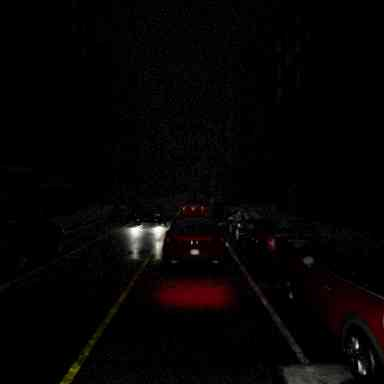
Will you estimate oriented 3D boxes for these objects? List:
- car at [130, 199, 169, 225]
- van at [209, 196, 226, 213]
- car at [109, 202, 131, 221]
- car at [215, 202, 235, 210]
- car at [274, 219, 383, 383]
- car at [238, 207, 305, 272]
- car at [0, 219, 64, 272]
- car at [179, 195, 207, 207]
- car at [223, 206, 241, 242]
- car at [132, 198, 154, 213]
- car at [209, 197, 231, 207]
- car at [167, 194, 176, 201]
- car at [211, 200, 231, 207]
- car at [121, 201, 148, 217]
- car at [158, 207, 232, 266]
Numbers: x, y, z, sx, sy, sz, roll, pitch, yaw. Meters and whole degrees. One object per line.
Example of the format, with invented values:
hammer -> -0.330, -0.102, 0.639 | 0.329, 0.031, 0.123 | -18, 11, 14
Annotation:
car -> -3.085, 1.535, 25.080 | 1.882, 1.535, 5.008 | 0, 0, 0
van -> 2.880, 1.429, 38.511 | 1.690, 1.788, 3.998 | 0, 0, 0
car -> -5.652, 1.645, 27.460 | 1.802, 1.307, 4.206 | 0, 0, 0
car -> 2.871, 1.601, 21.939 | 2.008, 1.369, 4.403 | 0, 0, 0
car -> 2.861, 1.453, 5.369 | 1.967, 1.590, 4.097 | 0, 0, 0
car -> 2.864, 1.465, 10.892 | 1.967, 1.590, 4.097 | 0, 0, 0
car -> -5.661, 1.591, 10.884 | 1.947, 1.339, 4.313 | 0, 0, 0
car -> 0.107, 1.419, 29.814 | 2.097, 1.767, 4.553 | 0, 0, 0
car -> 2.868, 1.588, 16.416 | 2.008, 1.369, 4.403 | 0, 0, 0
car -> -5.646, 1.528, 38.510 | 1.967, 1.590, 4.097 | 0, 0, 0
car -> 2.877, 1.390, 32.987 | 2.192, 1.841, 5.009 | 0, 0, 0
car -> -6.145, 1.691, 93.534 | 1.967, 1.590, 4.097 | 0, 0, -1
car -> 2.874, 1.628, 27.463 | 1.947, 1.339, 4.313 | 0, 0, 0
car -> -5.649, 1.641, 32.985 | 1.947, 1.339, 4.313 | 0, 0, 0
car -> 0.086, 1.504, 11.624 | 1.882, 1.535, 5.008 | 0, 0, 0
